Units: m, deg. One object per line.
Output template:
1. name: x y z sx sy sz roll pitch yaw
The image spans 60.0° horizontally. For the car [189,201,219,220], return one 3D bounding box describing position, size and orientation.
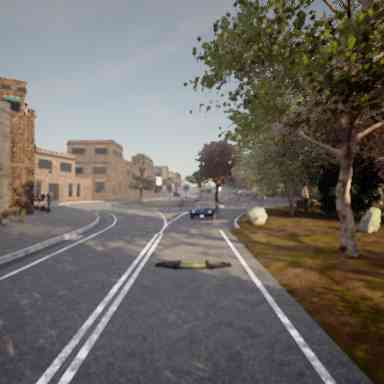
1. car: 1.097 1.401 26.531 1.895 1.301 4.718 0 2 10
